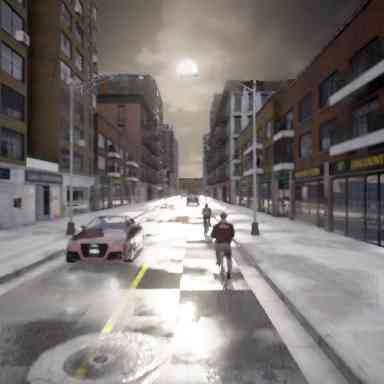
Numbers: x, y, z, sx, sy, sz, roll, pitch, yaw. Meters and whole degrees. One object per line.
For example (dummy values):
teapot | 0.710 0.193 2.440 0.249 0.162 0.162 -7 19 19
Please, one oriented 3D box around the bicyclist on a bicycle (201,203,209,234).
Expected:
bicyclist on a bicycle | 0.751 1.407 17.013 0.582 1.620 1.656 0 0 0

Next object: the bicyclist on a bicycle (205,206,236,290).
bicyclist on a bicycle | 0.754 1.349 8.185 0.659 1.776 1.843 0 0 0

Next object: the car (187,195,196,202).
car | -0.023 1.396 73.752 1.895 1.301 4.718 0 0 0

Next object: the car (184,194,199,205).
car | 0.082 1.187 56.395 2.097 1.767 4.553 0 0 0

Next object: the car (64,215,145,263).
car | -2.854 1.532 11.691 1.994 1.385 4.181 0 0 0
